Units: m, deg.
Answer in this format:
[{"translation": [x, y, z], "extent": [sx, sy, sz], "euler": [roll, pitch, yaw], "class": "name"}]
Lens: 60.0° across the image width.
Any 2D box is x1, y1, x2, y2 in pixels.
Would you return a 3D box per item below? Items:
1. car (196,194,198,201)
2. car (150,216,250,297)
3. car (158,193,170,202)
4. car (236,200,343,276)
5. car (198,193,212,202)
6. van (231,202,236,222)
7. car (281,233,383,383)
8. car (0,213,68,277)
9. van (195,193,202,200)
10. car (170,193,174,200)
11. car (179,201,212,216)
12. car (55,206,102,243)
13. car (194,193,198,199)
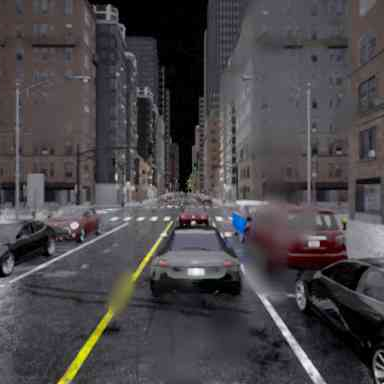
[{"translation": [2.318, 1.487, 70.901], "extent": [1.802, 1.307, 4.206], "euler": [0, 0, -1], "class": "car"}, {"translation": [0.096, 1.547, 8.593], "extent": [1.994, 1.385, 4.181], "euler": [0, 0, 0], "class": "car"}, {"translation": [-6.205, 1.345, 70.722], "extent": [1.967, 1.590, 4.097], "euler": [0, 0, -1], "class": "car"}, {"translation": [2.857, 1.296, 10.180], "extent": [2.192, 1.841, 5.009], "euler": [0, 0, 0], "class": "car"}, {"translation": [2.567, 1.355, 59.594], "extent": [1.967, 1.590, 4.097], "euler": [0, 0, -1], "class": "car"}, {"translation": [2.857, 1.312, 15.704], "extent": [1.690, 1.788, 3.998], "euler": [0, 0, 0], "class": "van"}, {"translation": [2.858, 1.557, 4.657], "extent": [1.947, 1.339, 4.313], "euler": [0, 0, 0], "class": "car"}, {"translation": [-5.669, 1.547, 10.173], "extent": [1.947, 1.339, 4.313], "euler": [0, 0, 0], "class": "car"}, {"translation": [1.818, 1.261, 93.512], "extent": [1.690, 1.788, 3.998], "euler": [0, 0, -1], "class": "van"}, {"translation": [-6.581, 1.224, 87.683], "extent": [2.192, 1.841, 5.009], "euler": [0, 0, -1], "class": "car"}, {"translation": [0.234, 1.558, 22.691], "extent": [1.895, 1.301, 4.718], "euler": [0, 0, 4], "class": "car"}, {"translation": [-5.669, 1.410, 15.698], "extent": [1.967, 1.590, 4.097], "euler": [0, 0, 0], "class": "car"}, {"translation": [2.068, 1.484, 82.204], "extent": [1.802, 1.307, 4.206], "euler": [0, 0, -1], "class": "car"}]
